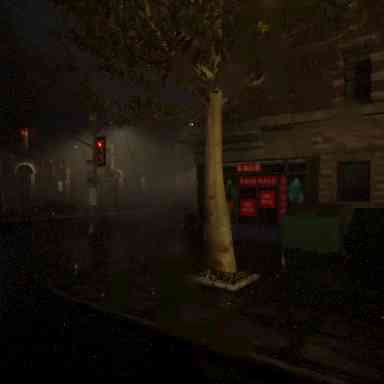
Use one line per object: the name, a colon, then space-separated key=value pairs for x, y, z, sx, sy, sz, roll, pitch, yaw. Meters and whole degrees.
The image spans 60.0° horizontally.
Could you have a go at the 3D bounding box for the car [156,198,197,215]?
car: x=-1.402 y=1.547 z=34.406 sx=2.033 sy=1.411 sz=5.357 roll=0 pitch=0 yaw=36

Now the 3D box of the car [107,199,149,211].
car: x=-7.466 y=1.601 z=40.018 sx=1.895 sy=1.301 sz=4.718 roll=0 pitch=0 yaw=36

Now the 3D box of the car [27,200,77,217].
car: x=-13.359 y=1.526 z=31.940 sx=1.812 sy=1.442 sz=4.674 roll=0 pitch=0 yaw=36

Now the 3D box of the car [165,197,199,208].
car: x=-1.394 y=1.547 z=48.297 sx=2.033 sy=1.411 sz=5.357 roll=0 pitch=0 yaw=36

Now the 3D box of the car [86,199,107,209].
car: x=-11.944 y=1.595 z=45.158 sx=1.895 sy=1.301 sz=4.718 roll=0 pitch=0 yaw=36
